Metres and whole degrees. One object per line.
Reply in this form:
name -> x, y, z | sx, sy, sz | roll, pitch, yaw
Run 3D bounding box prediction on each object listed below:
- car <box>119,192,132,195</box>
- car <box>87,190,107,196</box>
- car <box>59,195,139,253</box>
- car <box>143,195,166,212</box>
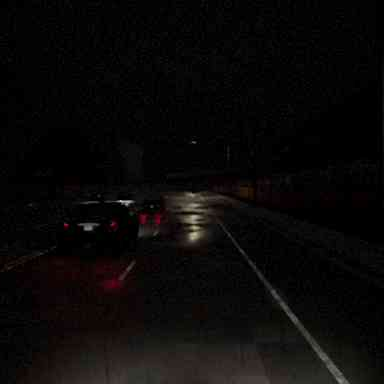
car -> -10.555, 0.636, 52.498 | 1.994, 1.385, 4.181 | 0, 1, 0
car -> -14.069, 0.486, 49.283 | 2.097, 1.767, 4.553 | 0, 1, 0
car -> -3.401, 1.179, 13.041 | 2.097, 1.767, 4.553 | 0, 1, 0
car -> -3.397, 1.019, 30.502 | 1.812, 1.442, 4.674 | 0, 1, 0
